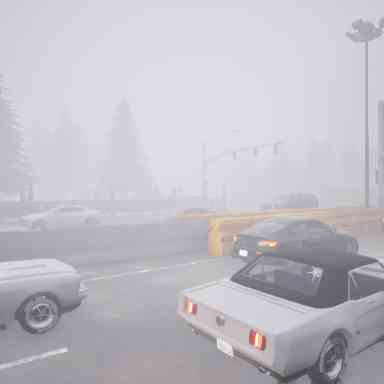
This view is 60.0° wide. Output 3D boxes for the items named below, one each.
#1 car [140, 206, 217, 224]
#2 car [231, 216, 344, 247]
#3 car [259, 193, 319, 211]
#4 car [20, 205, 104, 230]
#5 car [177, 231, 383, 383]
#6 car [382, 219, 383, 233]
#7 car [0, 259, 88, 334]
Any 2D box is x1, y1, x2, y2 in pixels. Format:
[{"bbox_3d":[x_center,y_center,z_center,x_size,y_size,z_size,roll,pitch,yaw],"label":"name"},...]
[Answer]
[{"bbox_3d":[-0.357,1.469,16.580,4.674,1.442,1.812,0,0,-35],"label":"car"},{"bbox_3d":[3.276,1.474,10.352,4.674,1.442,1.812,-1,0,-35],"label":"car"},{"bbox_3d":[7.857,1.095,26.557,5.566,2.045,2.150,0,0,-35],"label":"car"},{"bbox_3d":[-7.686,1.498,19.972,4.674,1.442,1.812,-1,0,-35],"label":"car"},{"bbox_3d":[2.212,1.577,5.310,4.718,1.301,1.895,-1,0,-35],"label":"car"},{"bbox_3d":[10.661,1.408,15.598,4.674,1.442,1.812,-1,0,-36],"label":"car"},{"bbox_3d":[-4.140,1.601,5.092,4.718,1.301,1.895,0,0,-35],"label":"car"}]
